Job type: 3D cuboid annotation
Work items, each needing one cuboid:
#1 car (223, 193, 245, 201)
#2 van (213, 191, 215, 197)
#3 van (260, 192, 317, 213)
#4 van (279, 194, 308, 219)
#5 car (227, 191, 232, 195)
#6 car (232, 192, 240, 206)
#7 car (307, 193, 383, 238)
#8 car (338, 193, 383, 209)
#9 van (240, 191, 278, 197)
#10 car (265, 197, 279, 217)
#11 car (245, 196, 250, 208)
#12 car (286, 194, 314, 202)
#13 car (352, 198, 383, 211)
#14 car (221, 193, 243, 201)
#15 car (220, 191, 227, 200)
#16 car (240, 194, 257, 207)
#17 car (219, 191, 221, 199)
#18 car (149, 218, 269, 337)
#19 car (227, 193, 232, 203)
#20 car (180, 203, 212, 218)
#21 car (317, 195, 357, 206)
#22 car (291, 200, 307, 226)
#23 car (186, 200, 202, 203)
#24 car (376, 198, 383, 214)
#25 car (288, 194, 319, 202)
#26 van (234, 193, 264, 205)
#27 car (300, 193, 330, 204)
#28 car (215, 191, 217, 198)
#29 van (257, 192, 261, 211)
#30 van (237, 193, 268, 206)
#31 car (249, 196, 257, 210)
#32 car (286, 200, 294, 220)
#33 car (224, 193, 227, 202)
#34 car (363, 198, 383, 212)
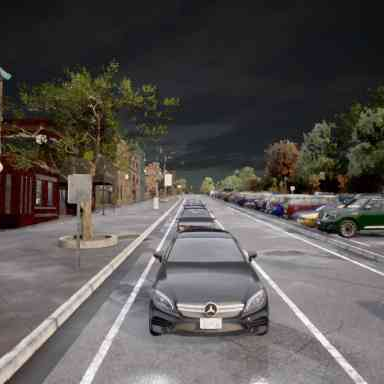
[{"bbox_3d":[8.851,1.039,70.319,4.553,1.767,2.185,0,1,0],"label":"car"},{"bbox_3d":[8.620,0.764,89.940,4.442,1.987,1.878,0,1,0],"label":"van"},{"bbox_3d":[9.055,1.230,31.070,4.442,1.987,1.878,0,0,0],"label":"van"},{"bbox_3d":[9.330,1.237,25.462,4.442,1.987,1.878,0,0,0],"label":"van"},{"bbox_3d":[8.996,1.139,59.107,4.553,1.767,2.185,0,1,0],"label":"car"},{"bbox_3d":[9.019,1.113,47.893,5.566,2.045,2.435,0,1,0],"label":"car"},{"bbox_3d":[9.247,1.221,17.051,5.566,2.045,2.435,0,0,0],"label":"car"},{"bbox_3d":[22.135,1.153,43.002,5.566,2.045,2.435,0,0,0],"label":"car"},{"bbox_3d":[9.185,1.163,45.094,4.442,1.987,1.878,0,0,0],"label":"van"},{"bbox_3d":[9.187,1.460,28.264,5.008,1.535,2.097,0,0,0],"label":"car"},{"bbox_3d":[9.107,1.466,39.484,4.674,1.452,2.002,0,0,0],"label":"car"},{"bbox_3d":[21.985,1.188,67.986,4.892,1.521,2.231,0,1,0],"label":"car"},{"bbox_3d":[22.213,1.452,40.229,4.792,1.488,2.163,0,0,0],"label":"car"},{"bbox_3d":[8.830,1.014,73.123,4.553,1.767,2.185,0,1,0],"label":"car"},{"bbox_3d":[8.895,0.963,64.712,5.566,2.045,2.435,0,1,0],"label":"car"},{"bbox_3d":[9.095,1.409,42.287,4.892,1.521,2.231,0,0,0],"label":"car"},{"bbox_3d":[8.874,0.938,67.515,5.566,2.045,2.435,0,1,0],"label":"car"},{"bbox_3d":[0.251,1.524,6.843,1.812,1.442,4.674,0,0,0],"label":"car"},{"bbox_3d":[8.979,1.290,56.306,4.892,1.521,2.231,0,1,0],"label":"car"},{"bbox_3d":[0.188,1.532,17.422,2.033,1.411,5.357,0,0,0],"label":"car"},{"bbox_3d":[22.288,1.332,51.333,5.366,1.575,1.946,0,1,0],"label":"car"},{"bbox_3d":[9.069,1.466,19.854,5.366,1.575,1.946,0,0,0],"label":"car"},{"bbox_3d":[0.211,1.442,29.870,2.128,1.511,4.902,0,0,0],"label":"car"},{"bbox_3d":[22.410,1.444,34.675,5.366,1.575,1.946,0,0,0],"label":"car"},{"bbox_3d":[21.814,1.209,65.208,5.366,1.575,1.946,0,0,0],"label":"car"},{"bbox_3d":[9.123,1.089,53.501,4.442,1.987,1.878,0,1,0],"label":"van"},{"bbox_3d":[22.072,1.136,59.659,4.553,1.767,2.185,0,1,0],"label":"car"},{"bbox_3d":[8.794,1.065,81.533,5.008,1.535,2.097,0,1,0],"label":"car"},{"bbox_3d":[9.268,1.222,33.873,4.442,1.987,1.878,0,0,0],"label":"van"},{"bbox_3d":[9.143,1.113,50.698,4.442,1.987,1.878,0,1,0],"label":"van"},{"bbox_3d":[9.159,1.470,36.676,4.792,1.488,2.163,0,0,0],"label":"car"},{"bbox_3d":[9.236,1.506,22.658,4.674,1.452,2.002,0,0,0],"label":"car"},{"bbox_3d":[8.941,1.279,61.912,4.674,1.452,2.002,0,1,0],"label":"car"},{"bbox_3d":[22.175,1.469,37.446,4.792,1.488,2.163,0,0,0],"label":"car"}]
